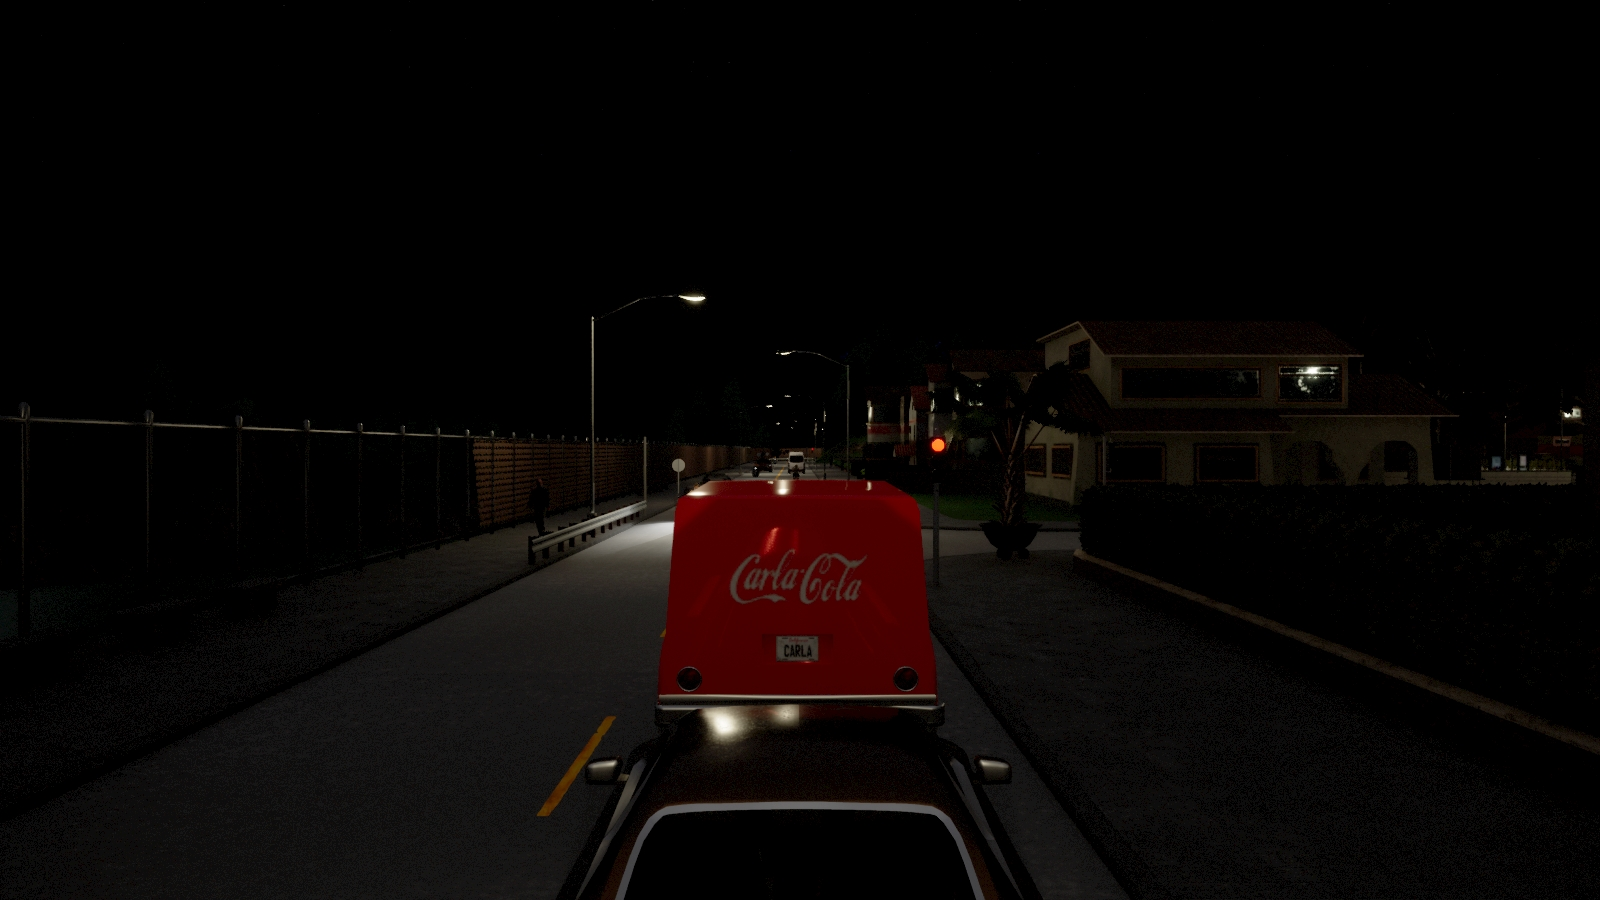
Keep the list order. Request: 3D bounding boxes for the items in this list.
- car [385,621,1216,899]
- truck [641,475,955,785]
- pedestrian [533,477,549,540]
[{"bbox_3d":[-0.006,1.989,5.238,2.152,1.651,5.027,0,0,0],"label":"car"},{"bbox_3d":[-0.025,1.564,12.158,2.627,2.467,5.204,0,0,0],"label":"truck"},{"bbox_3d":[-7.719,1.732,34.063,0.375,1.860,0.375,0,0,6],"label":"pedestrian"}]
